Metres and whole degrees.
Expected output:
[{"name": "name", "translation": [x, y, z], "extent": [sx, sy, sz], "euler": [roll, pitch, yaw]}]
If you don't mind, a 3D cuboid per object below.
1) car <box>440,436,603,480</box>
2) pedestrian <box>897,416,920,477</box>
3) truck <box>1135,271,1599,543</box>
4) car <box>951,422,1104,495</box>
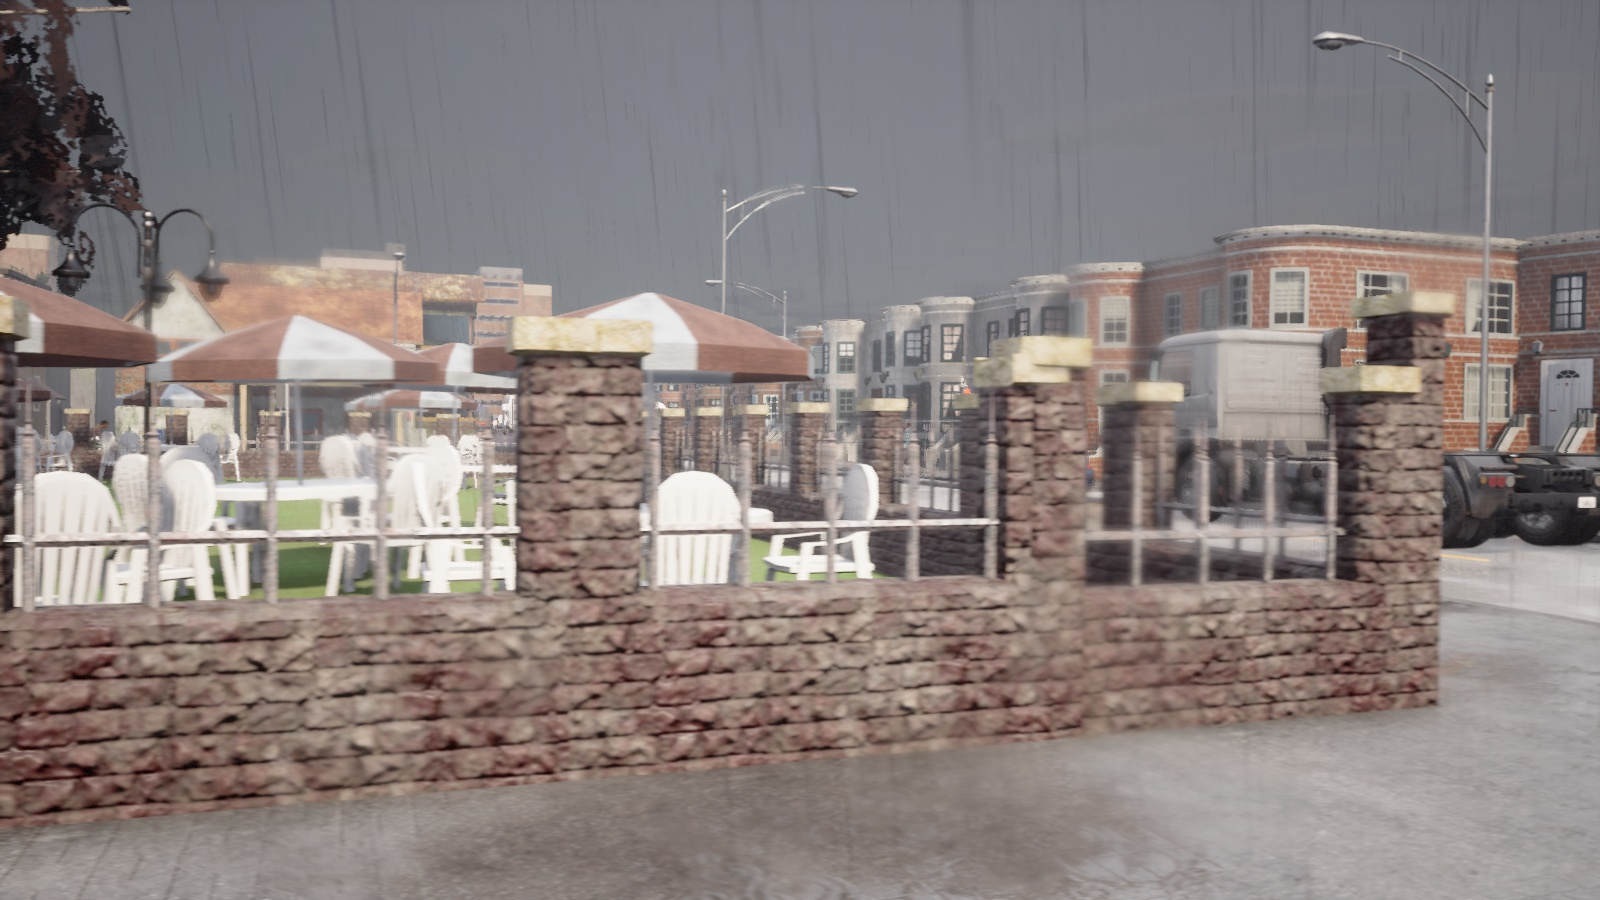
[{"name": "car", "translation": [-9.783, 0.240, 44.067], "extent": [5.357, 1.411, 2.033], "euler": [-1, 1, -20]}, {"name": "pedestrian", "translation": [3.469, -0.123, 40.011], "extent": [0.692, 1.930, 0.396], "euler": [-1, 1, 2]}, {"name": "truck", "translation": [9.007, -0.608, 20.227], "extent": [2.891, 3.462, 7.936], "euler": [-1, 1, -20]}, {"name": "car", "translation": [5.377, 0.150, 30.193], "extent": [1.851, 1.617, 3.988], "euler": [-1, 1, -20]}]
